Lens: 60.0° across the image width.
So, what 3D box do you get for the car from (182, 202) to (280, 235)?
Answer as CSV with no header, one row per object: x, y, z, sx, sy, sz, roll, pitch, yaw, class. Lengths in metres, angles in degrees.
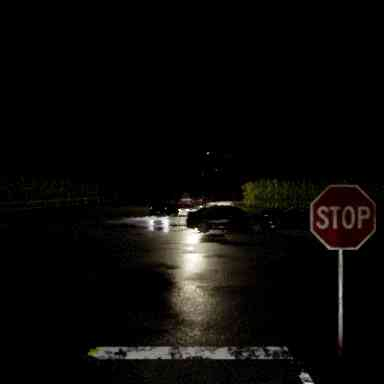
2.094,1.524,18.577,4.892,1.490,1.837,0,0,4,car

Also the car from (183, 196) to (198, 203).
-0.834,1.584,46.657,1.994,1.385,4.181,0,0,8,car

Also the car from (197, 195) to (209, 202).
1.192,1.387,58.592,2.097,1.767,4.553,0,0,11,car

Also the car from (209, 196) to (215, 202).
3.738,1.578,69.764,1.812,1.442,4.674,0,0,15,car

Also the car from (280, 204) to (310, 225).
6.885,1.550,21.933,4.902,1.511,2.128,0,0,4,car

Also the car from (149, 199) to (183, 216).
-2.701,1.610,33.398,1.895,1.301,4.718,0,0,12,car
